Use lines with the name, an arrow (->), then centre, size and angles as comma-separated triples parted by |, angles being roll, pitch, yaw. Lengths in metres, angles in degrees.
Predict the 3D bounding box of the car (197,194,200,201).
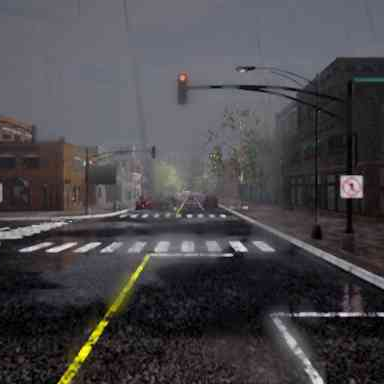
car -> 2.556, 1.550, 63.846 | 2.008, 1.369, 4.403 | -1, 0, 0

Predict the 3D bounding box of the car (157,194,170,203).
car -> -5.838, 1.314, 69.373 | 2.192, 1.841, 5.009 | -1, 0, 0

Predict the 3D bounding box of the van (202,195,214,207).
van -> 2.577, 1.341, 52.758 | 1.690, 1.788, 3.998 | -1, 0, 0

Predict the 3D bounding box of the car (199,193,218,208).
car -> 2.588, 1.315, 47.215 | 2.192, 1.841, 5.009 | -1, 0, 0

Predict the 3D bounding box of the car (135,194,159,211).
car -> -5.781, 1.315, 41.653 | 2.192, 1.841, 5.009 | -1, 0, 0

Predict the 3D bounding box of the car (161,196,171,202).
car -> -5.848, 1.564, 74.917 | 1.947, 1.339, 4.313 | -1, 0, 0

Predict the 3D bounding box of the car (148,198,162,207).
car -> -5.802, 1.582, 52.741 | 1.802, 1.307, 4.206 | -1, 0, 0

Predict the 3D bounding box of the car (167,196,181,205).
car -> -3.125, 1.491, 59.042 | 2.128, 1.511, 4.902 | 0, 0, 0

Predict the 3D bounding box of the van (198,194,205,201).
van -> 2.508, 1.339, 86.022 | 1.690, 1.788, 3.998 | -1, 0, 0

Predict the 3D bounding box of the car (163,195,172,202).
car -> -5.859, 1.543, 80.461 | 1.887, 1.381, 4.507 | -1, 0, 0

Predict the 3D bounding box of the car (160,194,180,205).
car -> -3.170, 1.478, 48.911 | 1.882, 1.535, 5.008 | 0, 0, 0

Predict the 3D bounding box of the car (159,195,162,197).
car -> -5.791, 1.545, 47.197 | 1.887, 1.381, 4.507 | -1, 0, 0

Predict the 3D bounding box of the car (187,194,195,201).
car -> -0.162, 1.373, 78.069 | 1.882, 1.535, 5.008 | 0, 0, 0

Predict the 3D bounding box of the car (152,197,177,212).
car -> -3.176, 1.564, 39.111 | 1.994, 1.385, 4.181 | 0, 0, 0

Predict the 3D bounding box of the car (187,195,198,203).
car -> -0.142, 1.491, 67.653 | 2.128, 1.511, 4.902 | 0, 0, 0
